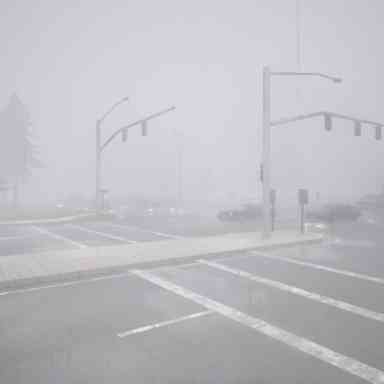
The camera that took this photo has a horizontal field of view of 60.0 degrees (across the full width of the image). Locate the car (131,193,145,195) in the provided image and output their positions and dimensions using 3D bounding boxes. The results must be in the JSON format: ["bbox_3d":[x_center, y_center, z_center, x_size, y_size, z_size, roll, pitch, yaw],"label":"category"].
[{"bbox_3d":[-9.006,1.222,56.931,2.150,2.045,5.566,0,0,-35],"label":"car"}]

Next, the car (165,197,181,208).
[{"bbox_3d":[-3.468,1.505,49.008,1.837,1.490,4.892,0,0,-35],"label":"car"}]

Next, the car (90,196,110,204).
[{"bbox_3d":[-17.345,1.491,62.794,2.128,1.511,4.902,0,0,-35],"label":"car"}]

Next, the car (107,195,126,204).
[{"bbox_3d":[-14.795,1.478,65.282,1.882,1.535,5.008,0,0,-34],"label":"car"}]

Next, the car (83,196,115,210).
[{"bbox_3d":[-12.049,1.505,42.956,1.837,1.490,4.892,0,0,-35],"label":"car"}]

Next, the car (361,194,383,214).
[{"bbox_3d":[19.866,1.222,36.007,5.566,2.045,2.150,0,0,-35],"label":"car"}]

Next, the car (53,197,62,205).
[{"bbox_3d":[-23.409,1.564,59.250,1.994,1.385,4.181,0,0,-34],"label":"car"}]

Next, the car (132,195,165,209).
[{"bbox_3d":[-6.250,1.505,46.880,1.837,1.490,4.892,0,0,-35],"label":"car"}]

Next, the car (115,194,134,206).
[{"bbox_3d":[-11.491,1.505,54.371,1.837,1.490,4.892,0,0,-35],"label":"car"}]

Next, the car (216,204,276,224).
[{"bbox_3d":[4.108,1.601,25.131,4.718,1.301,1.895,0,0,-35],"label":"car"}]

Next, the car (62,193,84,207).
[{"bbox_3d":[-17.713,1.221,51.032,2.150,2.045,5.566,0,0,-35],"label":"car"}]

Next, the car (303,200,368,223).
[{"bbox_3d":[10.887,1.547,25.558,5.357,1.411,2.033,0,0,-35],"label":"car"}]
